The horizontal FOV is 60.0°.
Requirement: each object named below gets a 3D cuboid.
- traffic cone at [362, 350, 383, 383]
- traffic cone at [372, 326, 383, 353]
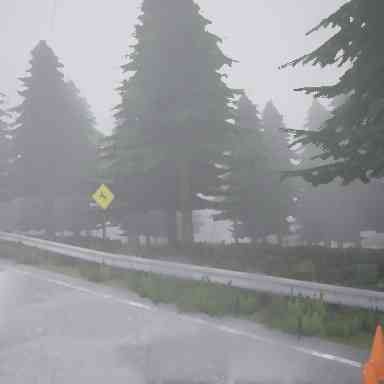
[{"bbox_3d":[1.777,1.956,3.286,0.340,0.580,0.340,0,0,34],"label":"traffic cone"},{"bbox_3d":[2.323,1.956,4.120,0.340,0.580,0.340,0,0,34],"label":"traffic cone"}]
